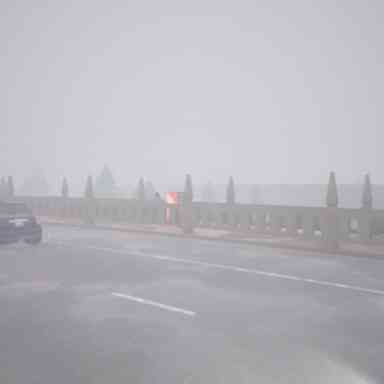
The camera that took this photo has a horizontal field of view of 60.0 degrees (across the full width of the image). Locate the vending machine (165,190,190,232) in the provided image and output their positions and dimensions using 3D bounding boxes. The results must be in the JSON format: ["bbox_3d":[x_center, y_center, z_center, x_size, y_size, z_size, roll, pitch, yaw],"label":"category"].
[{"bbox_3d":[-0.759,0.970,17.718,0.880,2.100,1.100,1,1,30],"label":"vending machine"}]

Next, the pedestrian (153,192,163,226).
[{"bbox_3d":[-1.845,0.900,17.774,0.375,1.860,0.375,1,1,29],"label":"pedestrian"}]

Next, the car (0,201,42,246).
[{"bbox_3d":[-7.818,1.092,12.499,4.553,1.767,2.097,1,1,29],"label":"car"}]
